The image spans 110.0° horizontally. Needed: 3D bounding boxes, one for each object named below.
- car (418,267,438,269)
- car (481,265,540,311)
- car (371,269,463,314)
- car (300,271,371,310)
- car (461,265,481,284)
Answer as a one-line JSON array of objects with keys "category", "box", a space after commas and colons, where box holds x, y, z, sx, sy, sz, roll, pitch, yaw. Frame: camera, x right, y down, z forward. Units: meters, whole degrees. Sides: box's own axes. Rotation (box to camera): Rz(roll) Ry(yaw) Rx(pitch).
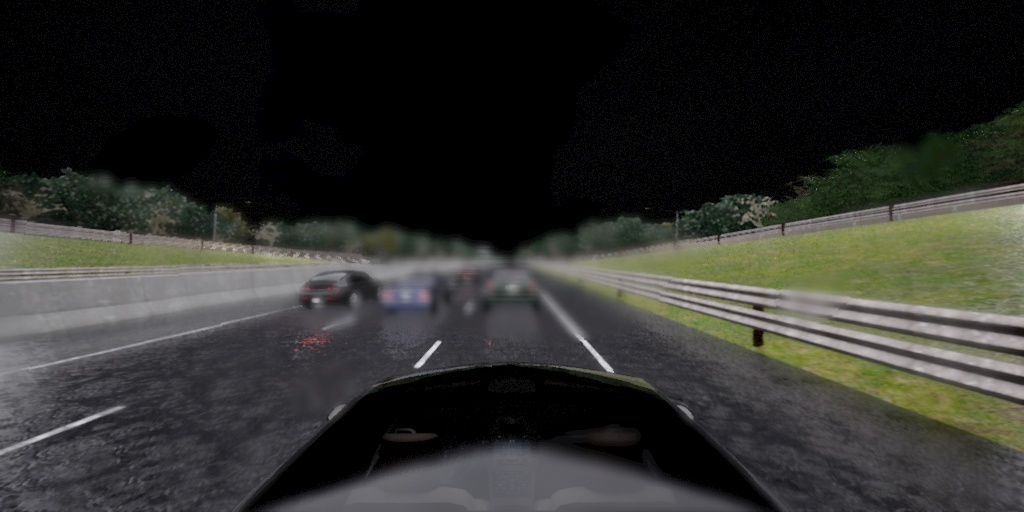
[{"category": "car", "box": [-6.953, 1.615, 30.092, 1.895, 1.301, 4.718, 0, 0, 1]}, {"category": "car", "box": [0.019, 1.233, 15.284, 2.097, 1.767, 4.553, 0, -1, 1]}, {"category": "car", "box": [-3.493, 1.421, 14.372, 2.033, 1.411, 5.357, 0, 0, 0]}, {"category": "car", "box": [-6.981, 1.389, 15.356, 1.837, 1.490, 4.892, 0, 0, 0]}, {"category": "car", "box": [-3.448, 1.523, 30.314, 1.837, 1.490, 4.892, 0, 0, 1]}]
